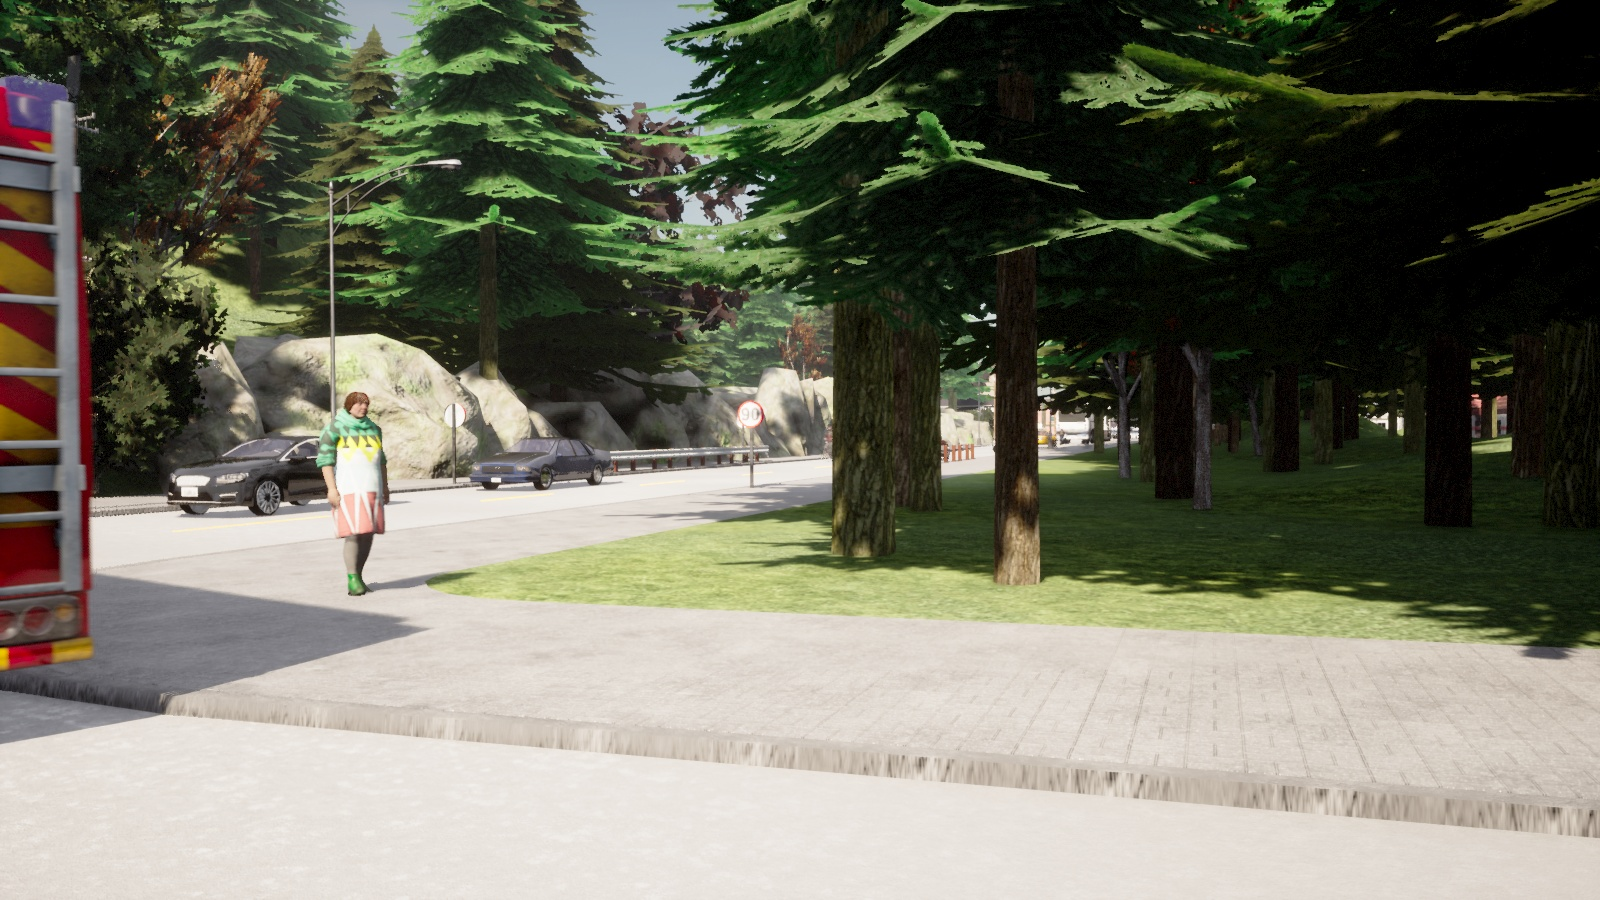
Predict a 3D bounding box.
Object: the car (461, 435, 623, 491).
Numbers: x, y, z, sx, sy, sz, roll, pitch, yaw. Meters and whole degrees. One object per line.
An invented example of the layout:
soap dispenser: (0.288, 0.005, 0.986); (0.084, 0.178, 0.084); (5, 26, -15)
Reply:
car: (-7.050, 0.287, 35.022); (2.033, 1.411, 5.357); (1, 1, 18)

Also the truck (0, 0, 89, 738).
truck: (-8.023, -0.496, 8.121); (8.468, 3.827, 2.891); (1, 2, 38)

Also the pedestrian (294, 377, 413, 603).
pedestrian: (-4.051, 0.338, 11.401); (0.873, 1.952, 0.659); (1, 1, 39)

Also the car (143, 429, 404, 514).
car: (-10.290, 0.343, 25.046); (2.128, 1.511, 4.902); (1, 1, 18)
